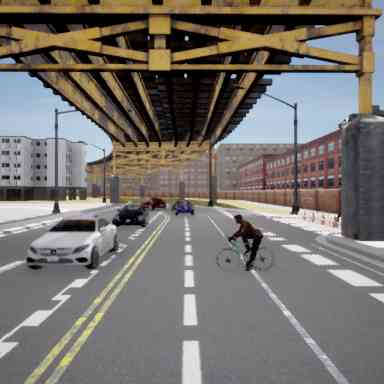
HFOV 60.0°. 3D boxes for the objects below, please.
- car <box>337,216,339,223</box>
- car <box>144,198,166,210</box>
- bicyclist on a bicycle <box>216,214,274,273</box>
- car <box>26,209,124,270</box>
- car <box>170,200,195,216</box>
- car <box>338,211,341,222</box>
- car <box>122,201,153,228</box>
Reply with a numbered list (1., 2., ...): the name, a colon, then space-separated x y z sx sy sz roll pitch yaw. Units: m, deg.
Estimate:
1. car: 12.025 1.453 21.278 4.974 1.542 2.038 0 0 29
2. car: -5.047 1.478 42.872 1.882 1.535 5.008 0 0 -31
3. bicyclist on a bicycle: 1.495 1.453 9.416 1.656 1.620 0.582 -2 0 -1
4. car: -3.725 1.525 11.158 1.812 1.442 4.674 0 0 -1
5. car: -1.012 1.547 33.235 2.033 1.411 5.357 0 0 -10
6. car: 12.070 1.295 21.253 4.536 1.218 1.853 0 0 29
7. car: -3.949 1.564 22.059 1.994 1.385 4.181 0 0 -2
